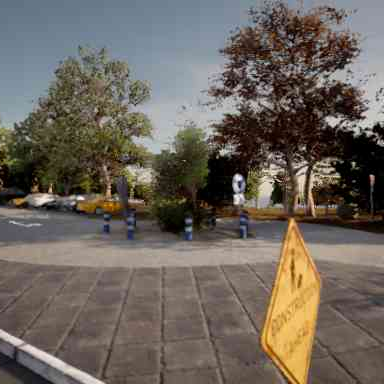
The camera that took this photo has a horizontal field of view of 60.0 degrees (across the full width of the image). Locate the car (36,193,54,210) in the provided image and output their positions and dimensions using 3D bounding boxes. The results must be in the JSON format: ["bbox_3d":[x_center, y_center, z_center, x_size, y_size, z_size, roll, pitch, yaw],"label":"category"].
[{"bbox_3d":[-12.147,1.045,32.650,2.163,1.488,4.792,2,1,36],"label":"car"}]

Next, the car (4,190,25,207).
[{"bbox_3d":[-16.719,0.857,35.778,1.946,1.575,5.366,2,1,36],"label":"car"}]

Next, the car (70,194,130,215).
[{"bbox_3d":[-7.751,1.166,29.488,2.097,1.535,5.008,2,1,36],"label":"car"}]

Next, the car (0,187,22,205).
[{"bbox_3d":[-21.068,0.454,39.201,2.435,2.045,5.566,2,1,36],"label":"car"}]

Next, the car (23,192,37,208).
[{"bbox_3d":[-14.372,0.978,34.299,2.002,1.452,4.674,2,1,36],"label":"car"}]

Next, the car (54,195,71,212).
[{"bbox_3d":[-9.968,0.964,31.143,2.185,1.767,4.553,2,1,36],"label":"car"}]
